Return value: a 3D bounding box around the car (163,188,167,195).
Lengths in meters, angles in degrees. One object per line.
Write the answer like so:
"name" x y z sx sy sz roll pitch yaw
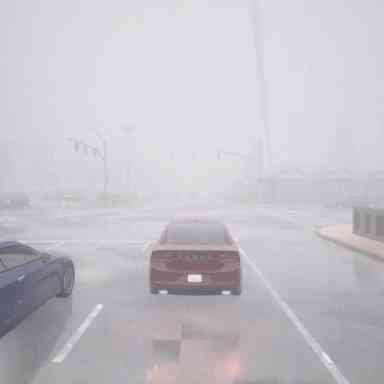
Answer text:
"car" -6.983 -0.156 89.200 2.097 1.767 4.553 0 1 1

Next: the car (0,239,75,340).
"car" -3.434 1.458 5.276 1.812 1.442 4.674 0 1 0

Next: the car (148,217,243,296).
"car" 0.114 1.361 8.460 1.882 1.535 5.008 0 1 1

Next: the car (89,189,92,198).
"car" -20.987 0.236 66.577 2.097 1.767 4.553 0 1 0

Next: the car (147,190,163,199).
"car" -6.888 0.548 59.634 2.033 1.411 5.357 0 1 0

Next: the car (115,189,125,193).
"car" -17.484 0.032 80.314 1.812 1.442 4.674 0 1 0

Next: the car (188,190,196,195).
"car" 0.017 0.104 88.062 1.895 1.301 4.718 0 1 0

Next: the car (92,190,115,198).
"car" -17.495 0.382 66.005 2.128 1.511 4.902 0 1 0

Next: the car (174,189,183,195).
"car" -3.483 0.056 87.615 2.033 1.411 5.357 0 1 0

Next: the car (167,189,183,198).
"car" -3.388 0.456 65.862 1.994 1.385 4.181 0 1 0

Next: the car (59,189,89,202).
"car" -17.584 0.648 49.814 1.882 1.535 5.008 0 1 0

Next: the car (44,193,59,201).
"car" -21.081 0.740 51.604 1.895 1.301 4.718 0 1 0

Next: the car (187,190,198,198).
"car" 0.112 0.411 65.088 1.837 1.490 4.892 0 1 0

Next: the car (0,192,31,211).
"car" -17.593 0.826 32.265 2.097 1.767 4.553 0 1 0

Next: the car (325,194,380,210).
"car" 15.514 0.979 32.251 4.892 1.490 1.837 0 1 2
